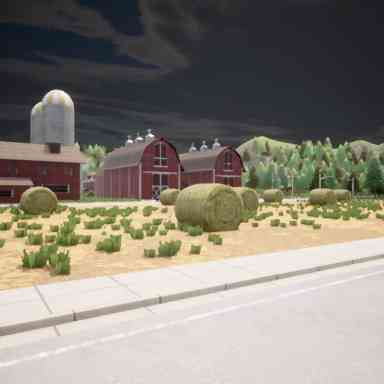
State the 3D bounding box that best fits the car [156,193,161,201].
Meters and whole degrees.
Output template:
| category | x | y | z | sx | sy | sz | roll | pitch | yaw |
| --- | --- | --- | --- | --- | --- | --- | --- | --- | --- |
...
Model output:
| category | x | y | z | sx | sy | sz | roll | pitch | yaw |
| --- | --- | --- | --- | --- | --- | --- | --- | --- | --- |
| car | -6.601 | 1.152 | 74.238 | 1.905 | 1.878 | 3.866 | 6 | 3 | 11 |
